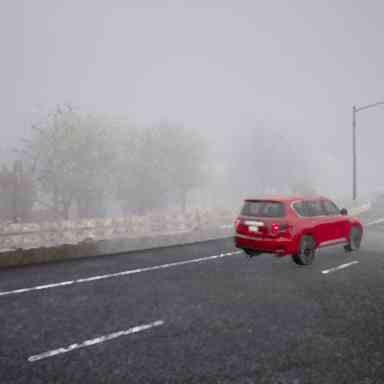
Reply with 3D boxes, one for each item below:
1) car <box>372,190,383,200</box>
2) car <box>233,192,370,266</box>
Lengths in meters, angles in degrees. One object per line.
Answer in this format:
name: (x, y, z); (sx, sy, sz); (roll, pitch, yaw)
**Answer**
car: (36.292, 0.775, 62.990); (1.882, 1.535, 5.008); (0, 0, 14)
car: (3.822, 1.140, 11.534); (5.566, 2.045, 2.150); (-1, 1, -41)
